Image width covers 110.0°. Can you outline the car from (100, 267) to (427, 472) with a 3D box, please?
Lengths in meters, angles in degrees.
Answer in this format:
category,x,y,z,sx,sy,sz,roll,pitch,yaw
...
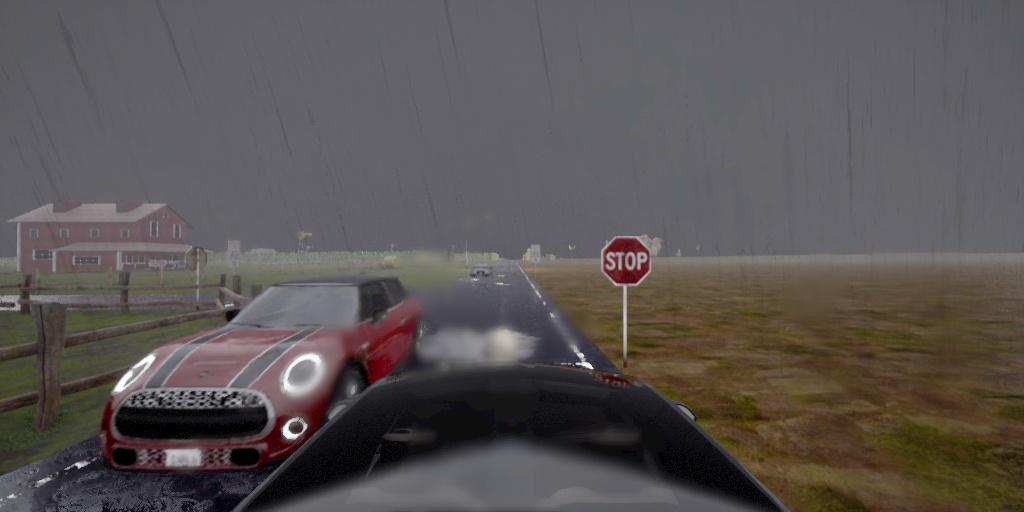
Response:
category,x,y,z,sx,sy,sz,roll,pitch,yaw
car,-2.749,1.097,5.248,2.097,1.767,4.553,0,0,0

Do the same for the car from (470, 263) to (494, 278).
category,x,y,z,sx,sy,sz,roll,pitch,yaw
car,-2.733,1.328,33.312,1.994,1.385,4.181,0,0,0
